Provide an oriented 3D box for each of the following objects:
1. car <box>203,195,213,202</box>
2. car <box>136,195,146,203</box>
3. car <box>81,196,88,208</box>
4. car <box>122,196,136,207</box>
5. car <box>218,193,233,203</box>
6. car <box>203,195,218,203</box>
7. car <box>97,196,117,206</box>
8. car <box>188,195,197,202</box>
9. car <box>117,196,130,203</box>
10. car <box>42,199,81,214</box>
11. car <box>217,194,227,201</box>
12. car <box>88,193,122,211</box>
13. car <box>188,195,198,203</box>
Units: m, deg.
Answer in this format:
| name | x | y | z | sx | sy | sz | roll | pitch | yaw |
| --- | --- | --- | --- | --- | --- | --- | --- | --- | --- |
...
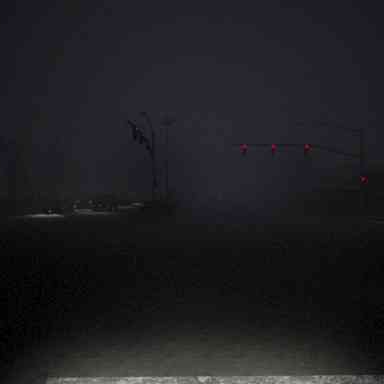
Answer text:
| name | x | y | z | sx | sy | sz | roll | pitch | yaw |
| --- | --- | --- | --- | --- | --- | --- | --- | --- | --- |
| car | 3.631 | 1.458 | 78.214 | 2.128 | 1.511 | 4.902 | 0 | 0 | 0 |
| car | -10.406 | 1.434 | 66.679 | 2.128 | 1.511 | 4.902 | 0 | 0 | 0 |
| car | -14.022 | 1.315 | 44.912 | 2.097 | 1.767 | 4.553 | 0 | 0 | 0 |
| car | -10.506 | 1.482 | 51.860 | 1.812 | 1.442 | 4.674 | 0 | 0 | 0 |
| car | 7.208 | 1.164 | 69.807 | 2.150 | 2.045 | 5.566 | 0 | 0 | 0 |
| car | 3.712 | 1.447 | 67.814 | 1.837 | 1.490 | 4.892 | 0 | 0 | 0 |
| car | -13.993 | 1.431 | 55.034 | 1.882 | 1.535 | 5.008 | 0 | 0 | 0 |
| car | 0.131 | 1.485 | 78.185 | 1.994 | 1.385 | 4.181 | 0 | 0 | 0 |
| car | -13.889 | 1.468 | 67.718 | 1.812 | 1.442 | 4.674 | 0 | 0 | 0 |
| car | -14.041 | 1.519 | 35.483 | 2.033 | 1.411 | 5.357 | 0 | 0 | 0 |
| car | 7.135 | 1.286 | 80.170 | 2.097 | 1.767 | 4.553 | 0 | 0 | 1 |
| car | -10.544 | 1.189 | 40.773 | 2.150 | 2.045 | 5.566 | 0 | 0 | 0 |
| car | 0.213 | 1.447 | 68.112 | 1.837 | 1.490 | 4.892 | 0 | 0 | 0 |
